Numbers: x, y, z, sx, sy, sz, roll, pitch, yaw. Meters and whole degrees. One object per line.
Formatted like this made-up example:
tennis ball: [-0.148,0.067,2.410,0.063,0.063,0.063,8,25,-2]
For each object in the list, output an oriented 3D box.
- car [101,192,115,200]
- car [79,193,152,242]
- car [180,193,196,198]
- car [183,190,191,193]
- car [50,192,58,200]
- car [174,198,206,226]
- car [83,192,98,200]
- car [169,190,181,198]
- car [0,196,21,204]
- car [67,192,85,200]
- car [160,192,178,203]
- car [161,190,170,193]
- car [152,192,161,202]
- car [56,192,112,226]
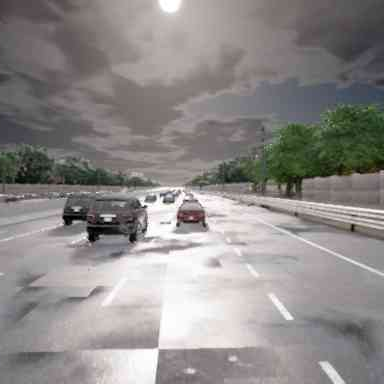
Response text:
car: [-18.028,0.792,71.248,1.837,1.490,4.892,0,1,-1]
car: [-3.529,1.220,16.604,2.150,2.045,5.566,0,0,0]
car: [-0.167,1.246,39.765,2.128,1.511,4.902,0,1,0]
car: [-0.607,0.881,76.553,1.994,1.385,4.181,0,1,-1]
car: [-28.521,0.832,70.674,1.812,1.442,4.674,0,1,-1]
car: [-0.057,1.423,22.983,1.882,1.535,5.008,0,1,0]
car: [-21.521,0.810,70.779,1.837,1.490,4.892,0,1,-1]
car: [-4.267,0.805,86.166,1.895,1.301,4.718,0,1,-1]
car: [-17.687,1.202,30.688,2.097,1.767,4.553,0,1,0]
car: [-25.038,0.828,71.909,2.128,1.511,4.902,0,1,-1]
car: [-3.834,1.124,56.535,1.994,1.385,4.181,0,1,-1]
car: [-7.839,0.637,90.139,1.882,1.535,5.008,0,1,-1]
car: [-7.382,1.005,60.526,2.128,1.511,4.902,0,1,-1]
car: [-7.057,1.167,22.987,2.150,2.045,5.566,0,1,0]
